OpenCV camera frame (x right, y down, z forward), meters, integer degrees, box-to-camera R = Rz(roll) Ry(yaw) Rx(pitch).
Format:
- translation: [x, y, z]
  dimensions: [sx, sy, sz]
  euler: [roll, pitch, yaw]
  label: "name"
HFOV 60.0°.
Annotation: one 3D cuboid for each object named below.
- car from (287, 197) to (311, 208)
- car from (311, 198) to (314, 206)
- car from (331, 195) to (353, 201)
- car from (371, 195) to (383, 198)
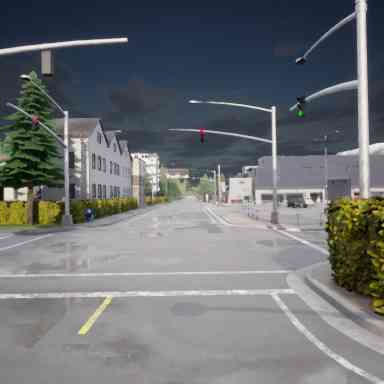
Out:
- translation: [15.442, 1.629, 49.125]
  dimensions: [2.007, 1.523, 4.514]
  euler: [-1, -1, 0]
  label: "car"
- translation: [19.090, 1.573, 56.182]
  dimensions: [1.970, 1.475, 3.806]
  euler: [-1, -1, 0]
  label: "car"
- translation: [25.504, 1.398, 56.519]
  dimensions: [2.152, 1.636, 5.027]
  euler: [-1, -1, 0]
  label: "car"
- translation: [19.127, 1.183, 31.256]
  dimensions: [1.905, 1.878, 3.866]
  euler: [-1, -1, 0]
  label: "car"
